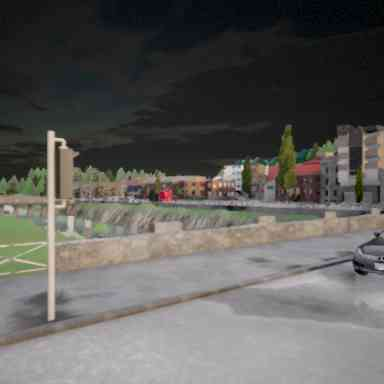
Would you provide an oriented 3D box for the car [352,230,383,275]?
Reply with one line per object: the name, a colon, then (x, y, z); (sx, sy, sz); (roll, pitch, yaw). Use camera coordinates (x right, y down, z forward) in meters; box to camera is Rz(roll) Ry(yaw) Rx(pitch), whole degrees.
car: (6.437, 1.558, 9.464); (4.674, 1.442, 1.812); (0, 0, -37)
